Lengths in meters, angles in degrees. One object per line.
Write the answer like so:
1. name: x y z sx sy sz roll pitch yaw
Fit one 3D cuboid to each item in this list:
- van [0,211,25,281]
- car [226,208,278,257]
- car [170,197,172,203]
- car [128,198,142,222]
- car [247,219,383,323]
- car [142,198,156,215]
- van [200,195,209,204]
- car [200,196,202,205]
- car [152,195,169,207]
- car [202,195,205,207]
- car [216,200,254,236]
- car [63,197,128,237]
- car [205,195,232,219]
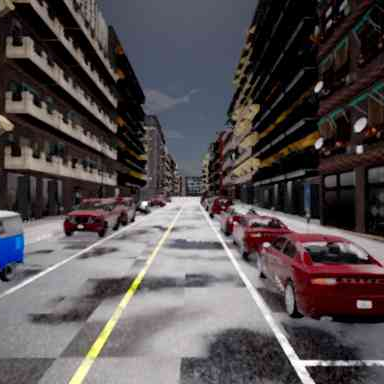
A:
1. van: -5.292 1.345 7.266 1.690 1.788 3.998 1 0 0
2. car: 2.583 1.553 12.735 1.887 1.381 4.507 1 0 0
3. car: -5.303 1.746 73.633 1.802 1.307 4.206 1 0 0
4. car: -5.292 1.336 23.857 2.192 1.841 5.009 1 0 0
5. car: 2.584 1.549 7.205 1.887 1.381 4.507 1 0 0
6. car: -5.299 1.605 34.919 1.947 1.339 4.313 1 0 0
7. van: 2.549 1.481 68.049 1.690 1.788 3.998 1 0 0
8. car: 2.546 1.662 51.454 1.802 1.307 4.206 1 0 0
9. car: -5.295 1.396 51.509 2.192 1.841 5.009 1 0 0
10. car: 2.549 1.491 40.392 1.967 1.590 4.097 1 0 0
11. car: 2.593 1.454 18.267 1.967 1.590 4.097 1 0 0
12. car: -5.292 1.329 18.327 2.192 1.841 5.009 1 0 0
13. car: 2.553 1.344 29.328 2.192 1.841 5.009 1 0 0
